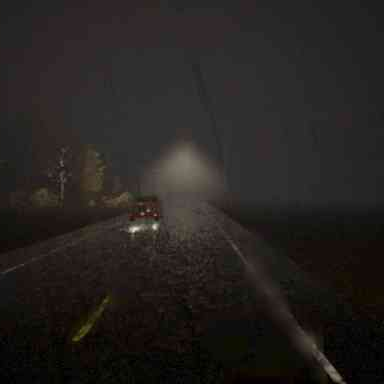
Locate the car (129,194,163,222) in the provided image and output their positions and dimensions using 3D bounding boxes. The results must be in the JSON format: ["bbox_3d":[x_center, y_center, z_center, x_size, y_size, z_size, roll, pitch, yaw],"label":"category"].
[{"bbox_3d":[-3.595,1.222,26.959,2.150,2.045,5.566,0,0,0],"label":"car"}]
